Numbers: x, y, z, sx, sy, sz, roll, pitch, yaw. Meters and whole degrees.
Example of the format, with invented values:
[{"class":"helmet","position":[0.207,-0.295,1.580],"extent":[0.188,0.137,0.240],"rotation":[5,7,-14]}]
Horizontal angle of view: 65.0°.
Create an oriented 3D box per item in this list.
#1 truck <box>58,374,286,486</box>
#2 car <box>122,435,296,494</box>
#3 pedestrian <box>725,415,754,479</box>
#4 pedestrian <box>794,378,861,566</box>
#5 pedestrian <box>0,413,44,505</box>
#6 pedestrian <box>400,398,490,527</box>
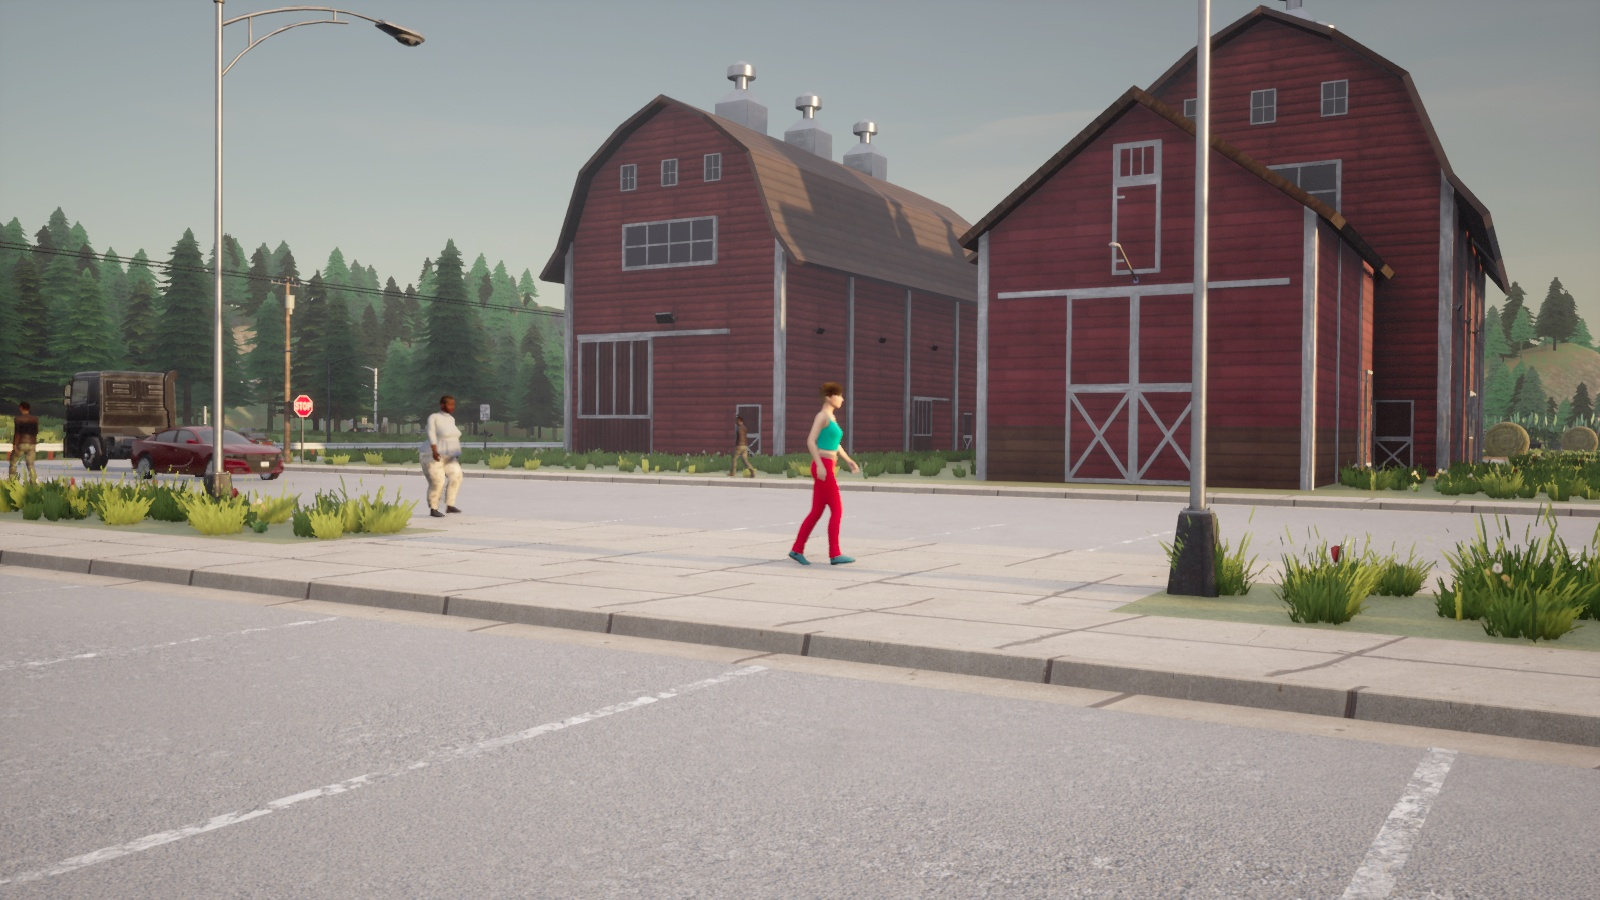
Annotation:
[{"class":"truck","position":[-20.993,-0.632,41.844],"extent":[7.936,3.462,2.891],"rotation":[0,1,30]},{"class":"car","position":[-16.610,0.378,35.240],"extent":[5.008,1.535,1.882],"rotation":[0,1,30]},{"class":"pedestrian","position":[-1.748,-0.092,36.216],"extent":[0.703,1.840,0.431],"rotation":[0,1,30]},{"class":"pedestrian","position":[0.276,0.214,12.523],"extent":[0.594,1.836,0.345],"rotation":[0,1,11]},{"class":"pedestrian","position":[-15.724,0.182,25.388],"extent":[0.703,1.840,0.431],"rotation":[0,1,28]},{"class":"pedestrian","position":[-5.267,0.180,18.655],"extent":[0.900,1.855,0.874],"rotation":[0,1,26]}]
